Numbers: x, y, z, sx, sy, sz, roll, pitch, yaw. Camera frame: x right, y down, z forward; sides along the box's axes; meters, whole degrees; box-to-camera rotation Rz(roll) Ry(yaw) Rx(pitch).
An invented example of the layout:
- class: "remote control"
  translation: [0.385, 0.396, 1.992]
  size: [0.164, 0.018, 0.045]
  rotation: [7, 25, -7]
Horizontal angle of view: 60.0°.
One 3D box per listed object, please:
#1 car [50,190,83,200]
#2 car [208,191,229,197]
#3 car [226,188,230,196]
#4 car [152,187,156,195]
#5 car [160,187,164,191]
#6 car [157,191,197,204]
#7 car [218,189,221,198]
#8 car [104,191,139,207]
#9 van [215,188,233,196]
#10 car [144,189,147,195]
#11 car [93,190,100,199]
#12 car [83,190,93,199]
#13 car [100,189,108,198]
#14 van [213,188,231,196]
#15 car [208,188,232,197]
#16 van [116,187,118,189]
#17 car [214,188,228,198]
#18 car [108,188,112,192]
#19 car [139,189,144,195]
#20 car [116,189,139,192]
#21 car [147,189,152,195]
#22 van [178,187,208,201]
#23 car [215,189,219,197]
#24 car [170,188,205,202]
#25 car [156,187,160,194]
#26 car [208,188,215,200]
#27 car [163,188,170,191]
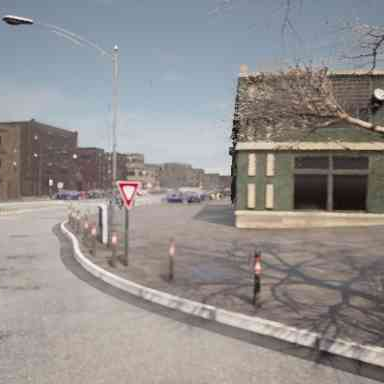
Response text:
- class: "car"
  translation: [-21.151, 0.442, 55.127]
  size: [4.553, 1.767, 2.185]
  rotation: [1, 1, 15]
- class: "car"
  translation: [6.350, 0.435, 80.327]
  size: [4.674, 1.452, 2.002]
  rotation: [1, 1, 15]
- class: "car"
  translation: [4.934, 0.241, 75.077]
  size: [5.566, 2.045, 2.435]
  rotation: [1, 1, 15]
- class: "car"
  translation: [-12.684, -0.120, 87.117]
  size: [4.553, 1.767, 2.185]
  rotation: [1, 1, 15]
- class: "car"
  translation: [-11.300, -0.083, 92.456]
  size: [4.892, 1.521, 2.231]
  rotation: [1, 1, 15]
- class: "car"
  translation: [-2.203, 0.992, 48.217]
  size: [4.792, 1.488, 2.163]
  rotation: [1, 1, 15]
- class: "car"
  translation: [2.793, 0.650, 66.896]
  size: [4.892, 1.521, 2.231]
  rotation: [1, 1, 15]
- class: "car"
  translation: [-8.545, 1.020, 40.823]
  size: [1.837, 1.490, 4.892]
  rotation: [1, 1, 11]
- class: "van"
  translation: [8.608, 0.032, 88.347]
  size: [4.442, 1.987, 1.878]
  rotation: [1, 1, 15]
- class: "car"
  translation: [-14.155, -0.027, 81.802]
  size: [4.553, 1.767, 2.185]
  rotation: [1, 1, 15]
- class: "car"
  translation: [-19.769, 0.525, 60.472]
  size: [4.674, 1.452, 2.002]
  rotation: [1, 1, 15]
- class: "car"
  translation: [-20.481, 0.528, 57.809]
  size: [5.008, 1.535, 2.097]
  rotation: [1, 1, 15]
- class: "car"
  translation: [-19.034, 0.317, 63.127]
  size: [4.553, 1.767, 2.185]
  rotation: [1, 1, 15]
- class: "van"
  translation: [7.669, 0.072, 85.723]
  size: [4.442, 1.987, 1.878]
  rotation: [1, 1, 15]
- class: "car"
  translation: [7.096, 0.097, 82.998]
  size: [5.566, 2.045, 2.435]
  rotation: [1, 1, 15]
- class: "van"
  translation: [-15.422, -0.027, 76.432]
  size: [4.442, 1.987, 1.878]
  rotation: [1, 1, 15]
- class: "car"
  translation: [4.393, 0.546, 72.221]
  size: [5.366, 1.575, 1.946]
  rotation: [1, 1, 15]
- class: "car"
  translation: [-18.365, 0.397, 65.809]
  size: [4.892, 1.521, 2.231]
  rotation: [1, 1, 15]
- class: "car"
  translation: [-14.838, 0.147, 79.134]
  size: [5.008, 1.535, 2.097]
  rotation: [1, 1, 15]
- class: "car"
  translation: [-13.133, 0.435, 67.422]
  size: [1.812, 1.442, 4.674]
  rotation: [1, 1, 15]
- class: "car"
  translation: [-13.450, -0.075, 84.467]
  size: [4.553, 1.767, 2.185]
  rotation: [1, 1, 15]
- class: "van"
  translation: [-0.143, 0.621, 56.298]
  size: [4.442, 1.987, 1.878]
  rotation: [1, 1, 15]
- class: "car"
  translation: [2.101, 0.698, 64.333]
  size: [5.008, 1.535, 2.097]
  rotation: [1, 1, 15]
- class: "car"
  translation: [-0.748, 0.767, 53.451]
  size: [4.553, 1.767, 2.185]
  rotation: [1, 1, 15]
- class: "car"
  translation: [-12.005, -0.039, 89.790]
  size: [4.892, 1.521, 2.231]
  rotation: [1, 1, 15]
- class: "car"
  translation: [1.393, 0.628, 61.515]
  size: [4.553, 1.767, 2.185]
  rotation: [1, 1, 15]
- class: "car"
  translation: [-3.966, 0.518, 71.503]
  size: [2.033, 1.411, 5.357]
  rotation: [1, 1, 15]
